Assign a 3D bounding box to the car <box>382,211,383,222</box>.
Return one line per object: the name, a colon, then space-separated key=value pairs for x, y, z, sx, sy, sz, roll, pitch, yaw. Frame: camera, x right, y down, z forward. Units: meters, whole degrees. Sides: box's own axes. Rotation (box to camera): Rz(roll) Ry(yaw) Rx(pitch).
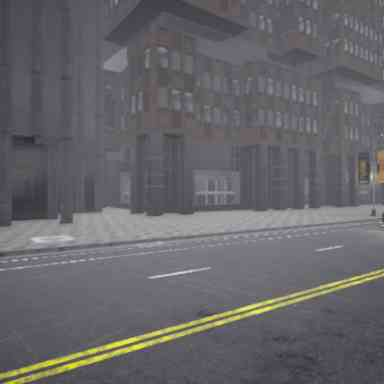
car: x=15.057 y=1.298 z=22.410 sx=5.566 sy=2.045 sz=2.150 roll=0 pitch=0 yaw=-35
